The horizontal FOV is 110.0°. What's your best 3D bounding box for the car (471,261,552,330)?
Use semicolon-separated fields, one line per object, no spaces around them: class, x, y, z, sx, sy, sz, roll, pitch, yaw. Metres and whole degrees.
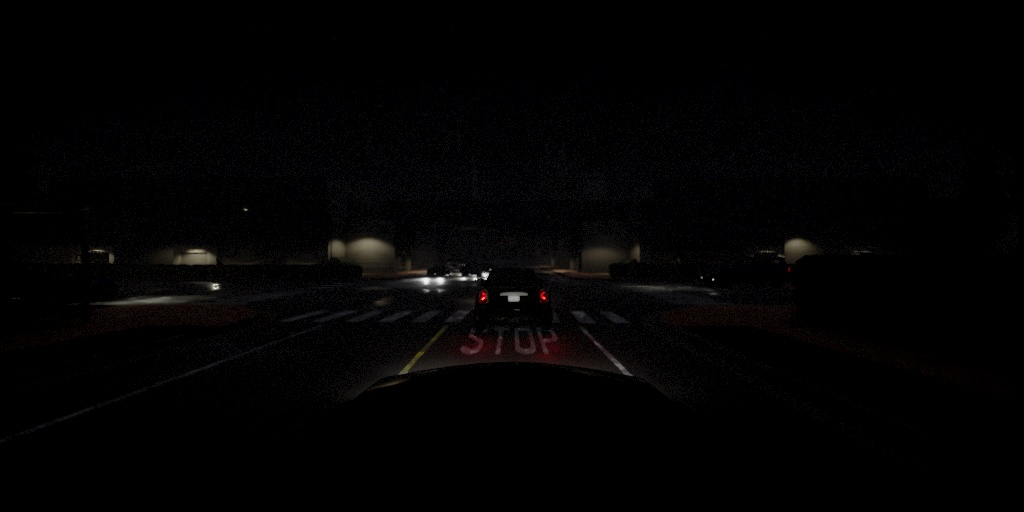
car;-0.063;1.146;11.458;2.097;1.767;4.553;0;0;-3

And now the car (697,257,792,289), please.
car;15.454;1.075;23.991;5.566;2.045;2.150;0;0;0

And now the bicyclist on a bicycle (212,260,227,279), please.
bicyclist on a bicycle;-26.023;1.187;31.946;0.582;1.620;1.656;0;0;0

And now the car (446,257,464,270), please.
car;-7.734;1.177;49.320;2.150;2.045;5.566;0;0;0

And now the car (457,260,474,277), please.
car;-4.238;1.460;38.679;2.033;1.411;5.357;0;0;0

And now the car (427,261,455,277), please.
car;-7.773;1.514;38.675;1.895;1.301;4.718;0;0;1

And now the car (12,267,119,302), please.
car;-21.642;1.305;16.927;5.008;1.535;1.882;0;0;1
